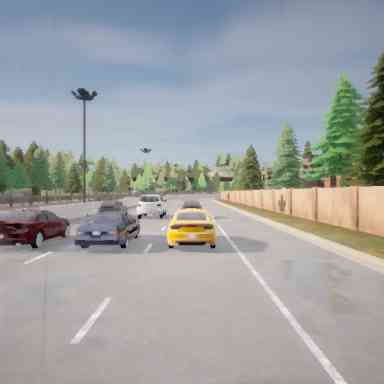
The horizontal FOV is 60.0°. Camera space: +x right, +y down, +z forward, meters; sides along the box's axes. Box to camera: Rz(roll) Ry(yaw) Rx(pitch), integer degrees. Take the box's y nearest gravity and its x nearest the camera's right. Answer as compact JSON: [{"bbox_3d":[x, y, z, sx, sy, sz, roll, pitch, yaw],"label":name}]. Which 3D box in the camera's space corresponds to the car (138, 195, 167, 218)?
[{"bbox_3d":[-3.500,1.255,29.680,2.150,2.045,5.566,0,0,0],"label":"car"}]

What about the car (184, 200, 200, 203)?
[{"bbox_3d":[0.000,1.514,29.650,1.837,1.490,4.892,0,0,0],"label":"car"}]

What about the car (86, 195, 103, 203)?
[{"bbox_3d":[-21.000,1.519,71.991,2.128,1.511,4.902,0,0,0],"label":"car"}]

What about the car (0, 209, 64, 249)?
[{"bbox_3d":[-7.000,1.482,14.650,1.882,1.535,5.008,0,0,0],"label":"car"}]

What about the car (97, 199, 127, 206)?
[{"bbox_3d":[-7.000,1.514,29.650,1.837,1.490,4.892,0,0,0],"label":"car"}]

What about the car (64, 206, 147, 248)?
[{"bbox_3d":[-3.500,1.560,14.650,2.033,1.411,5.357,0,0,0],"label":"car"}]

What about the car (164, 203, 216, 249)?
[{"bbox_3d":[0.000,1.482,14.650,1.882,1.535,5.008,0,0,0],"label":"car"}]

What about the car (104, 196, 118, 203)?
[{"bbox_3d":[-17.500,1.589,71.961,1.895,1.301,4.718,0,0,0],"label":"car"}]
